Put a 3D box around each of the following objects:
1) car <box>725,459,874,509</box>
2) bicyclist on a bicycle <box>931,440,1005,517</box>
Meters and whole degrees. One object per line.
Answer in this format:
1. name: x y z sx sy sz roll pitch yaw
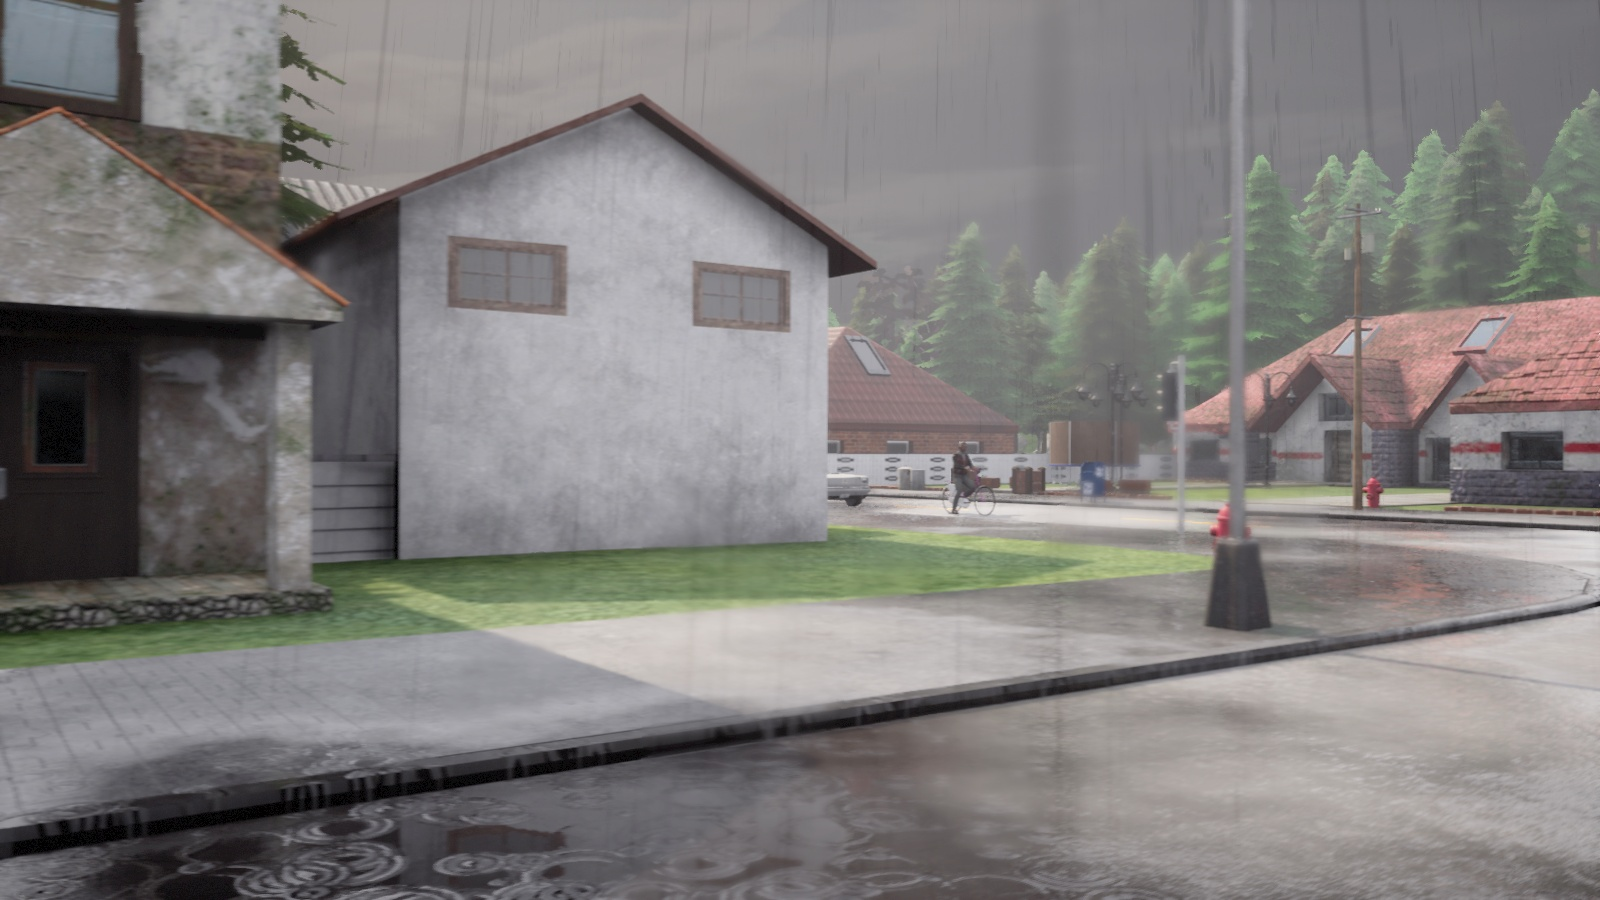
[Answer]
1. car: -0.090 0.926 35.777 1.895 1.301 4.718 0 0 -35
2. bicyclist on a bicycle: 3.990 0.673 29.922 0.659 1.776 1.843 0 0 -35
